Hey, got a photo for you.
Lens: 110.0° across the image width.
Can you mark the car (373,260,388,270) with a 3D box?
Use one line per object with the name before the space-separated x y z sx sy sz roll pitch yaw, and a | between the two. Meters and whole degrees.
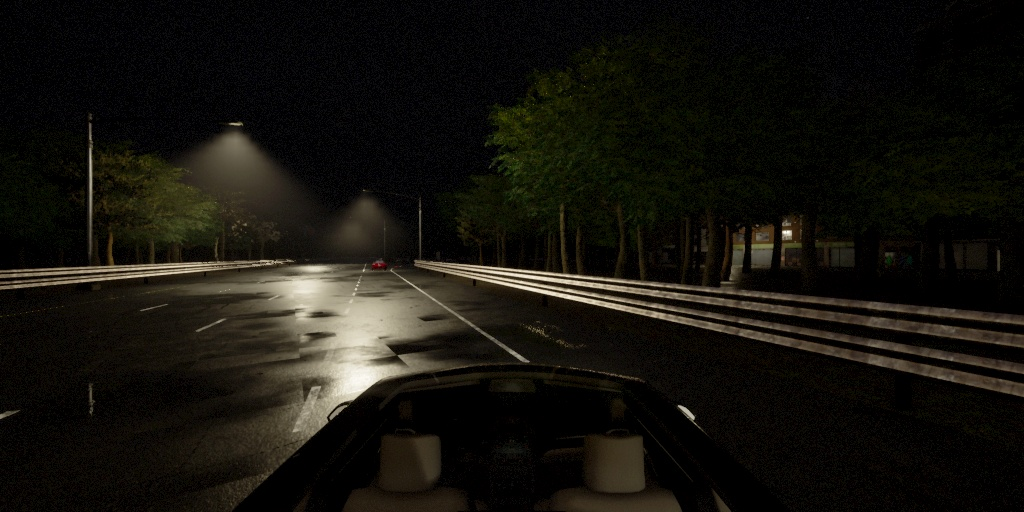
car | -19.748 1.309 53.758 1.994 1.385 4.181 0 0 -17
